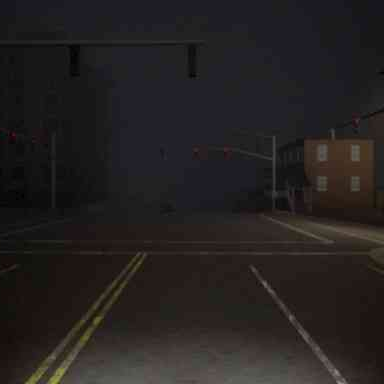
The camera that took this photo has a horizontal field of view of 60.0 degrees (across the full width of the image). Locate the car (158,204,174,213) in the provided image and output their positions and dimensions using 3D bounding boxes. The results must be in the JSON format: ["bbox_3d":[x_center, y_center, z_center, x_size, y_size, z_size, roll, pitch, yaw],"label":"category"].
[{"bbox_3d":[-3.512,2.419,45.494,1.837,1.490,4.892,0,-8,0],"label":"car"}]
